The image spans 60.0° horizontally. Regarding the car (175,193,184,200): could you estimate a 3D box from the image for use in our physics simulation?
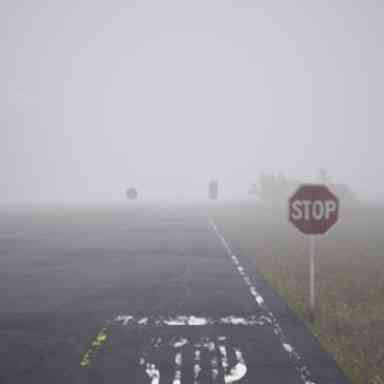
[{"bbox_3d":[-2.745,0.966,73.502,1.882,1.535,5.008,0,0,0],"label":"car"}]
